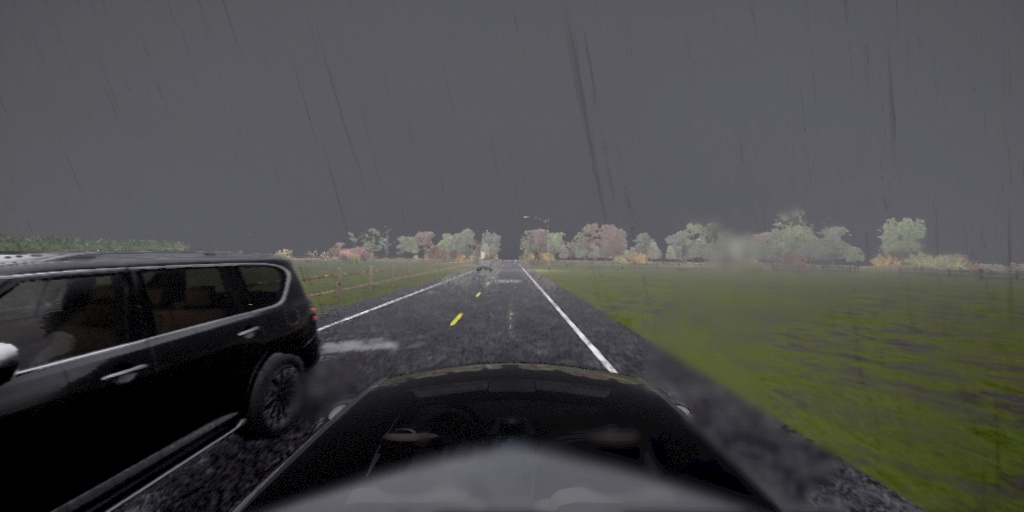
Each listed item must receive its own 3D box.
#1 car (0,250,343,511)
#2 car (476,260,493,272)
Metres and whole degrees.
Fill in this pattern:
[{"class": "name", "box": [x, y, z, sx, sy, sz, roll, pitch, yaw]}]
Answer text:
[{"class": "car", "box": [-3.600, 0.972, 2.483, 2.150, 2.045, 5.566, 0, 0, 0]}, {"class": "car", "box": [-3.568, 1.275, 46.712, 1.837, 1.490, 4.892, 0, -1, 0]}]
